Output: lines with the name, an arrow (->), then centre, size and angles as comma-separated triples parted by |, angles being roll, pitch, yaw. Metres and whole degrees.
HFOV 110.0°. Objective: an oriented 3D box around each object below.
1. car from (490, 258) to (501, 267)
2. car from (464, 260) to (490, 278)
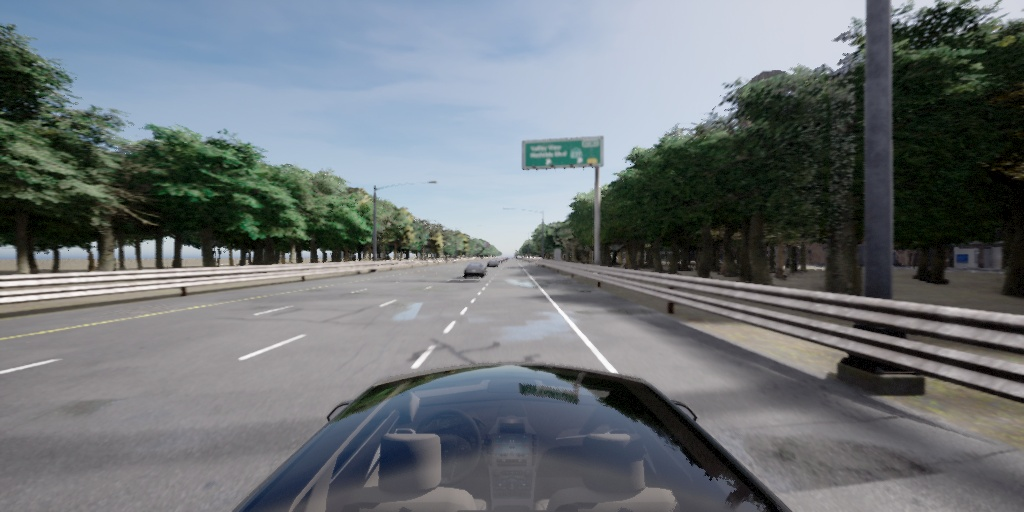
car -> -3.437, 1.309, 64.692 | 1.994, 1.385, 4.181 | 0, 0, 0
car -> -3.471, 1.311, 34.532 | 1.994, 1.385, 4.181 | 0, 0, 0
